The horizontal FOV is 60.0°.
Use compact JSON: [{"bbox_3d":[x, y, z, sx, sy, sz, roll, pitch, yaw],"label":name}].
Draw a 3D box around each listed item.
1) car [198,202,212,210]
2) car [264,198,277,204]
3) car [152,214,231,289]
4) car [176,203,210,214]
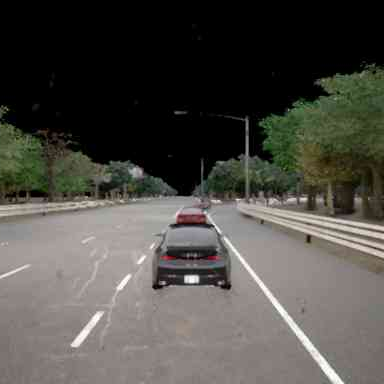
[{"bbox_3d":[1.757,2.095,48.841,1.895,1.301,4.718,0,-1,12],"label":"car"},{"bbox_3d":[20.379,2.325,87.016,1.837,1.490,4.892,-1,-1,41],"label":"car"},{"bbox_3d":[-0.007,1.602,9.389,1.837,1.490,4.892,0,-1,0],"label":"car"},{"bbox_3d":[-0.021,1.719,21.972,1.882,1.535,5.008,0,-1,0],"label":"car"}]
